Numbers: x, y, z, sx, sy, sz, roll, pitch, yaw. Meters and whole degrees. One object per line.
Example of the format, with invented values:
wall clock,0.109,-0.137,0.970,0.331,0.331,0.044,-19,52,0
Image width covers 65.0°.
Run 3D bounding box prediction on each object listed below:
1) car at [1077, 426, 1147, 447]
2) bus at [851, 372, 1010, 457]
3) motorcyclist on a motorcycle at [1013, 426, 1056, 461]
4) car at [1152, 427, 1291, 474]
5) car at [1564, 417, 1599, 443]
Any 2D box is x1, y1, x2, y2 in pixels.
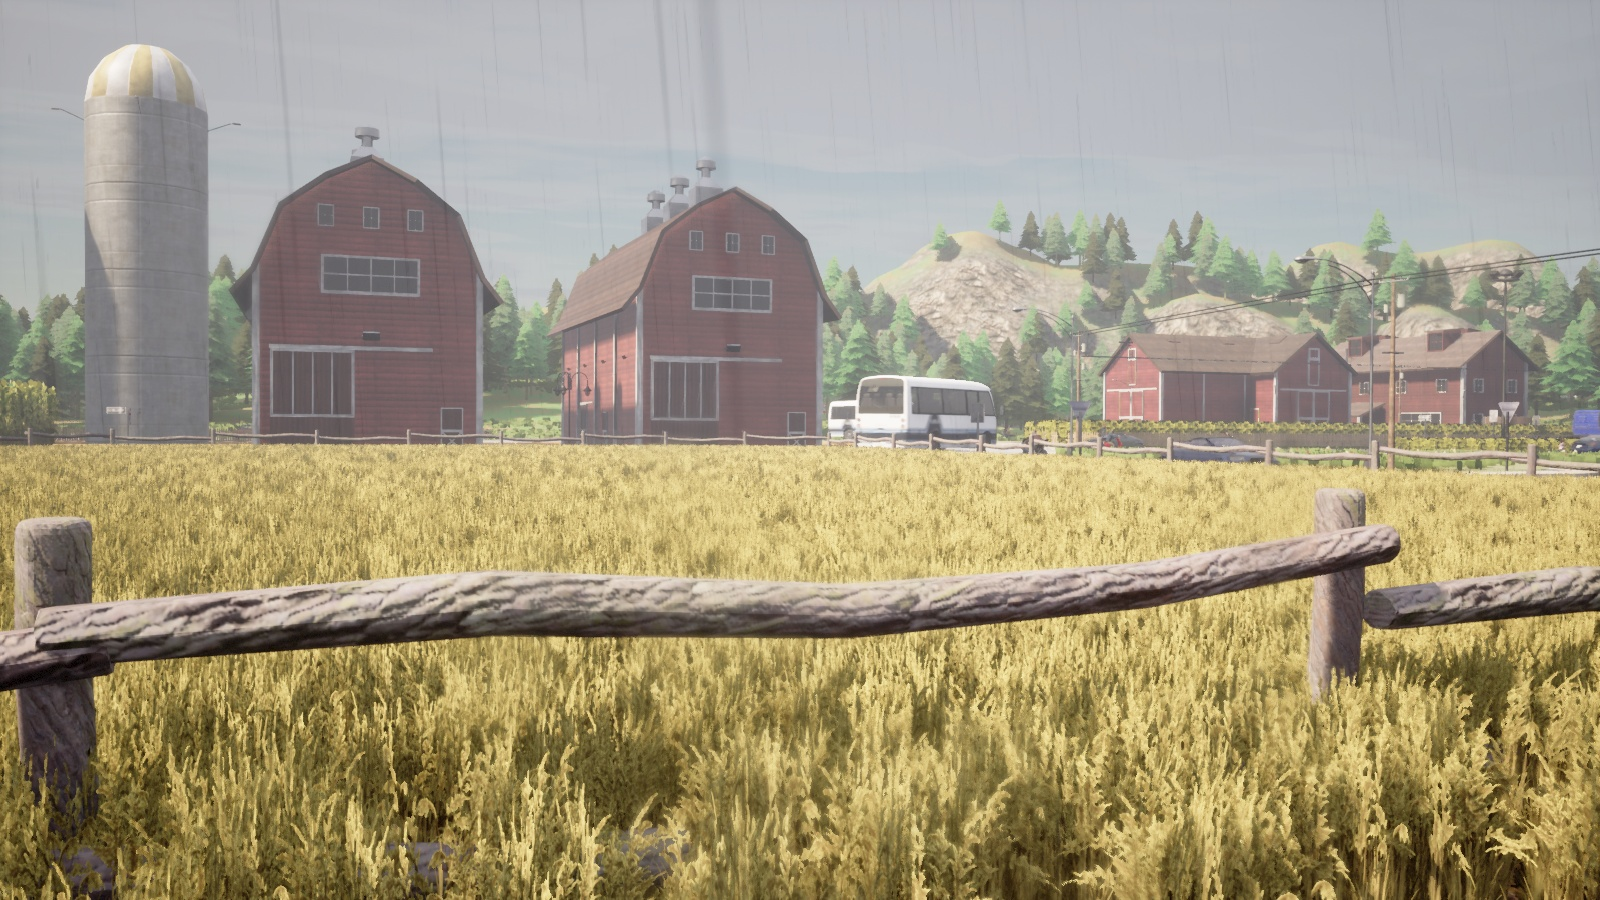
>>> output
car,21.403,-0.955,86.133,4.181,1.385,1.994,-1,1,-14
bus,7.289,-1.896,68.350,3.944,4.253,10.273,0,1,36
motorcyclist on a motorcycle,10.638,-0.308,57.025,0.866,1.530,2.191,-1,1,-21
car,13.381,-0.019,40.101,1.994,1.385,4.181,-1,1,-21
car,47.840,-1.185,73.818,4.792,1.488,2.163,-1,1,-11
